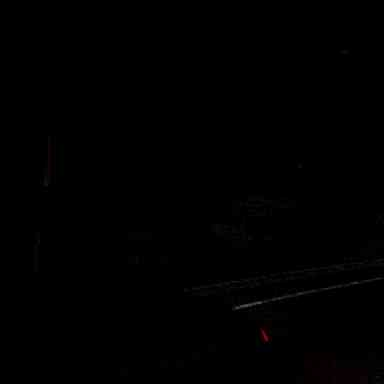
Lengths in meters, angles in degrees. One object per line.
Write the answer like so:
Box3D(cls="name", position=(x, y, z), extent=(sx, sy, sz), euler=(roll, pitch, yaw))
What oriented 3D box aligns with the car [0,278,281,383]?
Box3D(cls="car", position=(-1.247, 1.559, 2.798), extent=(4.181, 1.385, 1.994), euler=(0, 0, -33))
